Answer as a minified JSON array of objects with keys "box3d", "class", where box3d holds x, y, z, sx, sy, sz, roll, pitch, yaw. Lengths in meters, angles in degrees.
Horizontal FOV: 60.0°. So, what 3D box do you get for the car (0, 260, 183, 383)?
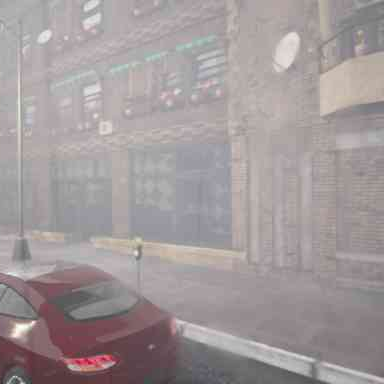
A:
[{"box3d":[-2.040,1.576,4.343,4.206,1.307,1.802,0,-1,36],"class":"car"}]
